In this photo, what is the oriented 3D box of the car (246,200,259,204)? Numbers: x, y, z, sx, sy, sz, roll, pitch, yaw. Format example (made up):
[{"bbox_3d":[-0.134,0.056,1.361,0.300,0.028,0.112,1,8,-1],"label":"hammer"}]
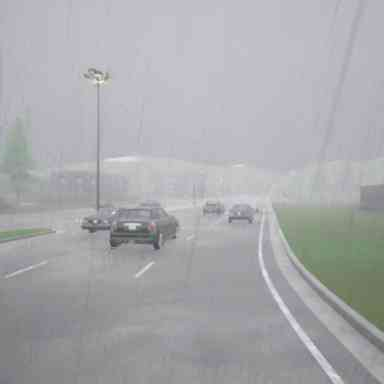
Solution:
[{"bbox_3d":[7.399,1.738,41.901,1.812,1.442,4.674,0,0,13],"label":"car"}]

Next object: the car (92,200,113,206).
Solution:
[{"bbox_3d":[-13.434,1.828,50.358,1.994,1.385,4.181,0,0,13],"label":"car"}]

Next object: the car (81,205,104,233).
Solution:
[{"bbox_3d":[-4.629,1.653,20.165,2.033,1.411,5.357,0,0,12],"label":"car"}]

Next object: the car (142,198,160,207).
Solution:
[{"bbox_3d":[-7.465,1.877,60.775,1.994,1.385,4.181,0,0,13],"label":"car"}]

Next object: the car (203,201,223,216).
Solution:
[{"bbox_3d":[2.381,1.674,35.586,2.128,1.511,4.902,0,0,13],"label":"car"}]

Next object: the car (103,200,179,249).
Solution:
[{"bbox_3d":[-1.984,1.431,15.148,2.097,1.767,4.553,0,0,10],"label":"car"}]

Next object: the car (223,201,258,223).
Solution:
[{"bbox_3d":[4.036,1.684,26.984,2.033,1.411,5.357,0,0,13],"label":"car"}]
